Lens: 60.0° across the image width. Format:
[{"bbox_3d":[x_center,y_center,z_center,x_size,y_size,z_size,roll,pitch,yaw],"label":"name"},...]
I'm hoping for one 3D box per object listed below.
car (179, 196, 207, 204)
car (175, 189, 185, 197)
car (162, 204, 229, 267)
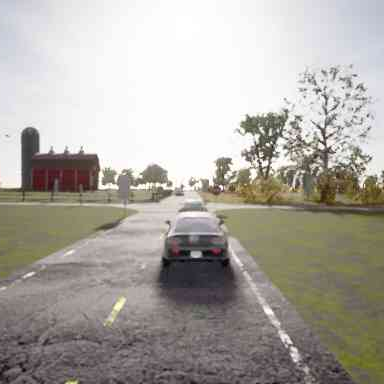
[{"bbox_3d":[0.094,1.181,22.520,1.994,1.385,4.181,0,1,1],"label":"car"},{"bbox_3d":[-2.753,0.143,74.318,2.097,1.767,4.553,0,1,0],"label":"car"},{"bbox_3d":[0.100,1.343,10.584,1.812,1.442,4.674,0,1,0],"label":"car"}]
